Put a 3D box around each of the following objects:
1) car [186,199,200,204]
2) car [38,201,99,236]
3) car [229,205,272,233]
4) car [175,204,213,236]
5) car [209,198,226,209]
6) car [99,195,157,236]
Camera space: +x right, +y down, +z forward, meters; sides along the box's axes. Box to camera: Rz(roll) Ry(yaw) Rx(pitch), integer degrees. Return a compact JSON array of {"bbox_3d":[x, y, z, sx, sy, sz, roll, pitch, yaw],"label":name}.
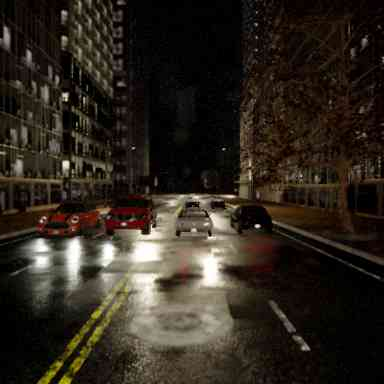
[{"bbox_3d":[0.095,1.564,45.842,1.895,1.301,4.718,0,0,0],"label":"car"},{"bbox_3d":[-6.535,1.345,18.289,2.097,1.767,4.553,0,0,1],"label":"car"},{"bbox_3d":[3.348,1.498,19.422,1.837,1.490,4.892,0,0,0],"label":"car"},{"bbox_3d":[0.096,1.595,18.549,1.895,1.301,4.718,0,0,0],"label":"car"},{"bbox_3d":[3.343,1.514,43.883,2.033,1.411,5.357,0,0,0],"label":"car"},{"bbox_3d":[-3.276,1.219,18.901,2.150,2.045,5.566,0,0,0],"label":"car"}]
